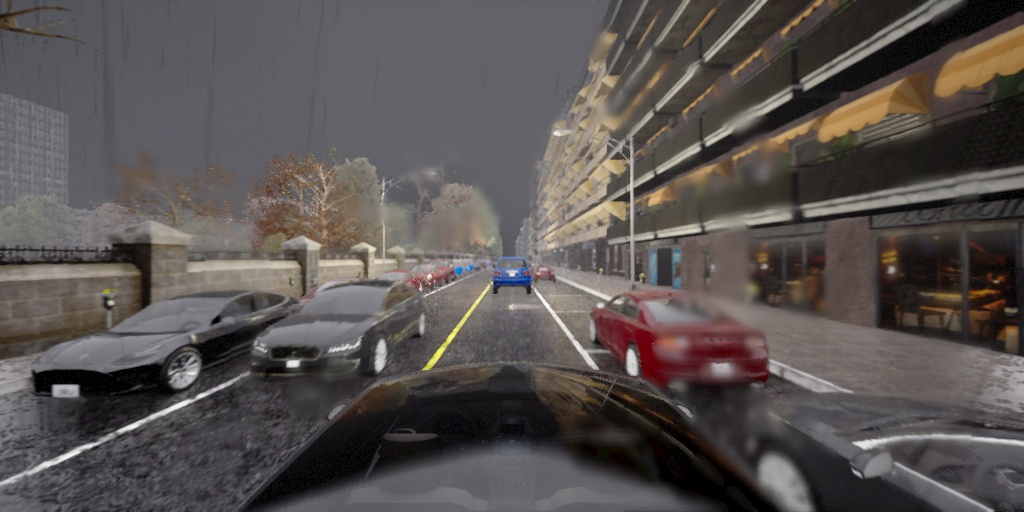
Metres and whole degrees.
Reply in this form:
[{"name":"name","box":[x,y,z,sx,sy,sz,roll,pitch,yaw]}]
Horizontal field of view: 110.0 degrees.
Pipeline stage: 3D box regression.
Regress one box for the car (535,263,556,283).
[{"name":"car","box":[2.579,1.453,29.313,1.802,1.307,4.207,0,0,0]}]

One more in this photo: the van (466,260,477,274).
[{"name":"van","box":[-5.874,1.341,46.168,1.690,1.789,3.998,0,0,0]}]

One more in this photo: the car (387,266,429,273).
[{"name":"car","box":[-5.752,1.388,18.018,1.888,1.381,4.507,0,0,0]}]

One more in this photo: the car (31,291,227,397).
[{"name":"car","box":[-5.704,1.360,6.760,1.948,1.339,4.313,0,0,0]}]

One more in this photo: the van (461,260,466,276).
[{"name":"van","box":[-5.825,1.277,34.907,1.690,1.789,3.998,0,0,0]}]

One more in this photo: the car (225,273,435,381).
[{"name":"car","box":[-3.118,1.292,7.523,1.837,1.490,4.892,0,0,0]}]

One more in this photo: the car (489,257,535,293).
[{"name":"car","box":[0.006,1.063,21.537,2.150,2.045,5.566,0,0,0]}]

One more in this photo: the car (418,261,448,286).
[{"name":"car","box":[-5.776,1.313,23.646,1.967,1.591,4.097,0,0,0]}]

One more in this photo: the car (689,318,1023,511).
[{"name":"car","box":[2.701,1.287,1.165,2.007,1.370,4.403,0,0,0]}]

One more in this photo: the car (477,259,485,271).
[{"name":"car","box":[-5.922,1.630,57.428,1.948,1.339,4.313,0,0,0]}]

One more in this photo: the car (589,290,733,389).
[{"name":"car","box":[2.677,1.306,6.796,1.888,1.381,4.507,0,0,0]}]

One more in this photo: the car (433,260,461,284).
[{"name":"car","box":[-5.801,1.220,29.277,2.192,1.841,5.009,0,0,0]}]
